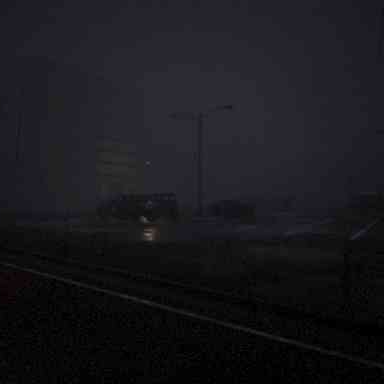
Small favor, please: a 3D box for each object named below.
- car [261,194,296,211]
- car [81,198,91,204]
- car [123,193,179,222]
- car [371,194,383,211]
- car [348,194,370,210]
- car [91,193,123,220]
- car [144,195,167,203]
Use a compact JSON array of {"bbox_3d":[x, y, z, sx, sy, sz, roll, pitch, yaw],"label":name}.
[{"bbox_3d":[9.477,1.293,36.193,1.970,1.475,3.806,1,0,34],"label":"car"},{"bbox_3d":[-15.460,1.263,53.412,1.895,1.301,4.718,1,0,34],"label":"car"},{"bbox_3d":[-2.539,1.036,23.230,1.905,1.878,3.866,1,0,34],"label":"car"},{"bbox_3d":[25.107,1.326,43.860,1.784,1.438,3.905,1,0,34],"label":"car"},{"bbox_3d":[22.708,1.335,45.481,1.970,1.475,3.806,1,0,34],"label":"car"},{"bbox_3d":[-4.907,1.011,24.894,1.932,1.855,4.605,1,0,34],"label":"car"},{"bbox_3d":[-6.581,1.252,60.292,1.994,1.385,4.181,1,0,34],"label":"car"}]
